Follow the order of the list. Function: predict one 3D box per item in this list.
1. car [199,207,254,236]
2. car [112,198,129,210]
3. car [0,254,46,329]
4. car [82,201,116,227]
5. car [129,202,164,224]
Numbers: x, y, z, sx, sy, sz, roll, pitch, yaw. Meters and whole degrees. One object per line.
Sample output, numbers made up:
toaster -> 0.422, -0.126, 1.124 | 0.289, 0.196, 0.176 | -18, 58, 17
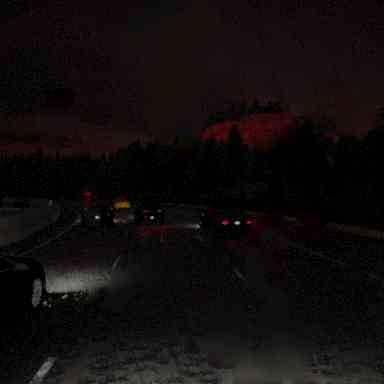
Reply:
car -> 1.725, 1.529, 18.423 | 2.033, 1.411, 5.357 | 0, 0, -10
car -> -9.191, 1.469, 41.832 | 1.882, 1.535, 5.008 | 0, 0, -23
car -> -3.723, 1.511, 4.692 | 1.837, 1.490, 4.892 | 0, 0, -3
car -> -6.422, 1.563, 22.867 | 1.994, 1.385, 4.181 | 0, 0, -13
car -> -3.221, 1.481, 24.421 | 2.128, 1.511, 4.902 | 0, 0, -14
